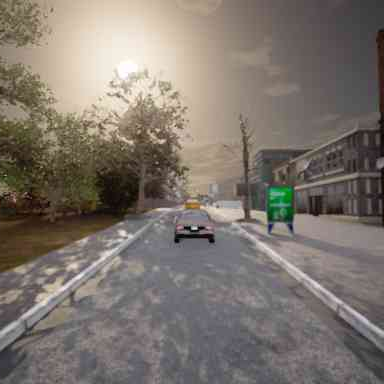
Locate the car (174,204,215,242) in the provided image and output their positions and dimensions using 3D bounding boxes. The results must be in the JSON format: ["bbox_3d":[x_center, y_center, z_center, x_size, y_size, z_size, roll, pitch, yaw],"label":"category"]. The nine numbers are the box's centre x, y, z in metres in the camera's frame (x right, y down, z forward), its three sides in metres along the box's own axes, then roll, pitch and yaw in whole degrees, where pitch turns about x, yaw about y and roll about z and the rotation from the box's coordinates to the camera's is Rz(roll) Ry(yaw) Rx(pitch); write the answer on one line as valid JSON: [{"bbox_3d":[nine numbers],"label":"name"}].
[{"bbox_3d":[0.098,1.555,16.335,2.033,1.411,5.357,0,0,0],"label":"car"}]

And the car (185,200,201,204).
[{"bbox_3d":[0.095,1.698,42.607,1.882,1.535,5.008,0,-1,0],"label":"car"}]
